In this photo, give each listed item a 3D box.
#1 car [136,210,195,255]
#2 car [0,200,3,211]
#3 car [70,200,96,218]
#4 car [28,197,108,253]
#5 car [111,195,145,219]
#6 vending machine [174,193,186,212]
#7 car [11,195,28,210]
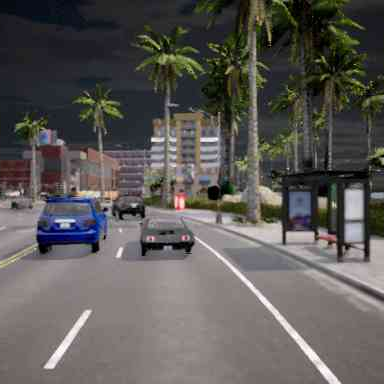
[{"bbox_3d":[-1.180,1.610,13.450,1.895,1.301,4.718,0,0,-10],"label":"car"},{"bbox_3d":[-24.964,1.394,41.218,2.097,1.767,4.553,0,0,-41],"label":"car"},{"bbox_3d":[-10.229,1.553,31.001,1.812,1.442,4.674,0,0,-24],"label":"car"},{"bbox_3d":[-4.808,1.233,13.946,2.150,2.045,5.566,0,0,-10],"label":"car"},{"bbox_3d":[-5.680,1.244,29.347,2.150,2.045,5.566,0,0,-22],"label":"car"},{"bbox_3d":[-1.375,1.221,38.003,1.100,2.100,0.880,0,0,-26],"label":"vending machine"},{"bbox_3d":[-22.156,1.547,43.333,1.837,1.490,4.892,1,0,-40],"label":"car"}]
